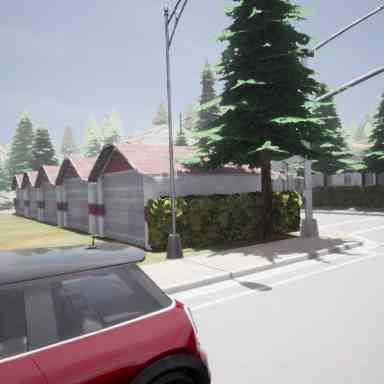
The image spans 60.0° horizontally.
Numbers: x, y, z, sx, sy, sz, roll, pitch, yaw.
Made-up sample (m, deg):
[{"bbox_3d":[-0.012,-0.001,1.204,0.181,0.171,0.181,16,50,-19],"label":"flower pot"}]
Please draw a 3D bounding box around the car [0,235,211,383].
[{"bbox_3d":[-2.108,1.355,2.491,4.553,1.767,2.097,-2,1,-36],"label":"car"}]
